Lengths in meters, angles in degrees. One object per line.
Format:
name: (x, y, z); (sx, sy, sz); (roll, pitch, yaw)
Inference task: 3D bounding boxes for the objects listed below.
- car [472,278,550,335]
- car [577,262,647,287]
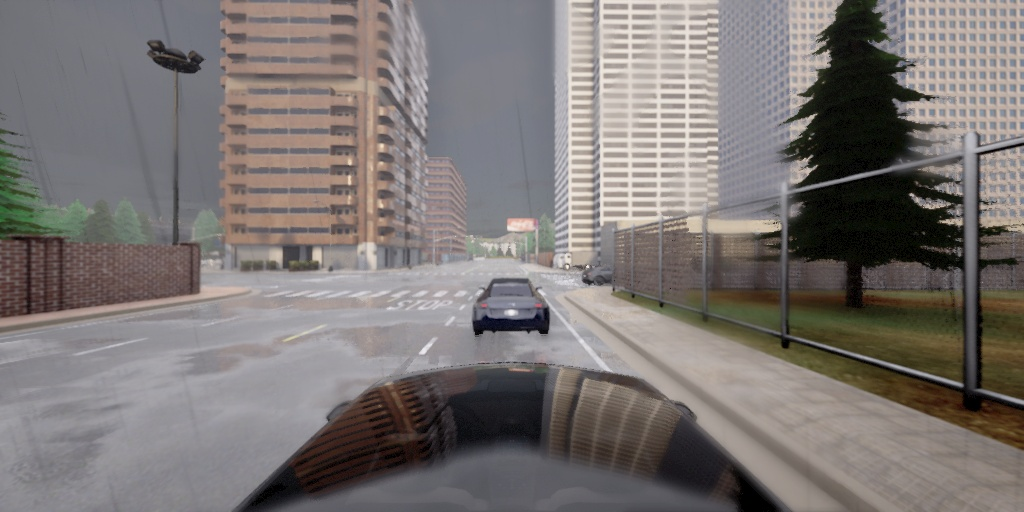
car: (-0.042, 1.319, 10.496); (1.994, 1.385, 4.181); (0, 0, -1)
car: (6.803, 1.275, 23.808); (4.181, 1.385, 1.994); (0, 0, -6)
